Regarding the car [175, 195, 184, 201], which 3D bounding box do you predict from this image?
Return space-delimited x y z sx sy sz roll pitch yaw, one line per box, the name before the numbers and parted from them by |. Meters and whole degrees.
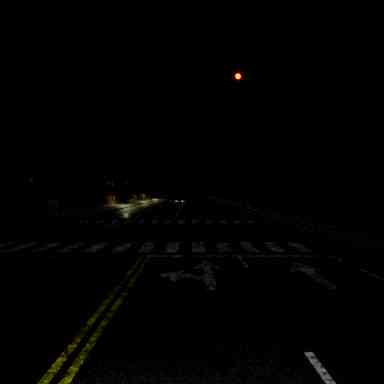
car | -3.144 1.423 84.312 1.882 1.535 5.008 0 0 0
